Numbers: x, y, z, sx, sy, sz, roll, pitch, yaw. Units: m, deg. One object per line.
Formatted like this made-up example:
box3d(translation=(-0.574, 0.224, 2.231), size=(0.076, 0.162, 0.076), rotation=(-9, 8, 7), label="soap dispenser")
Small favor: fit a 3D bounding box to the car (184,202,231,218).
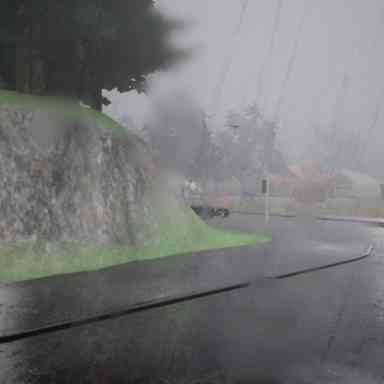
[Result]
box3d(translation=(1.288, 1.588, 29.672), size=(1.895, 1.301, 4.718), rotation=(0, 0, -35), label="car")
